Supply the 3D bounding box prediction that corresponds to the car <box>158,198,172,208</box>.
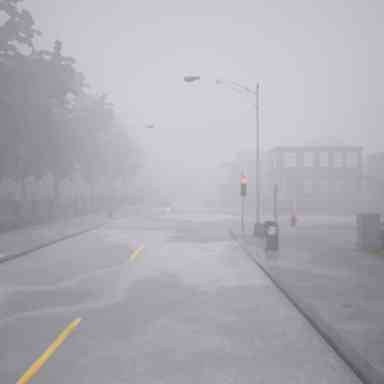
[{"bbox_3d":[-4.076,1.604,50.858,2.033,1.411,5.357,0,0,0],"label":"car"}]
